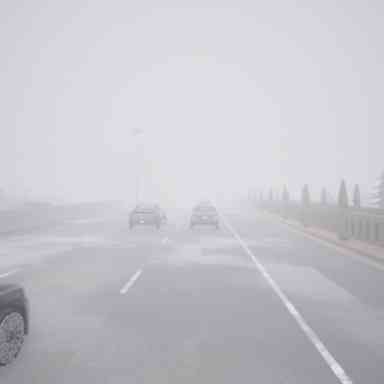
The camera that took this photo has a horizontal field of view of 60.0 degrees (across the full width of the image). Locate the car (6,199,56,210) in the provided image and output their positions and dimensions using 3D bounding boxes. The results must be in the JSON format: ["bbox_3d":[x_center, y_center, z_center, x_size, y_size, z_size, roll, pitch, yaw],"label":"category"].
[{"bbox_3d":[-13.096,1.468,27.616,2.033,1.411,5.357,0,0,3],"label":"car"}]

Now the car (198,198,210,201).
[{"bbox_3d":[1.553,1.506,42.612,1.812,1.442,4.674,0,0,2],"label":"car"}]

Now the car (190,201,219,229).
[{"bbox_3d":[0.816,1.537,21.793,2.033,1.411,5.357,0,0,2],"label":"car"}]

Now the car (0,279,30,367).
[{"bbox_3d":[-3.263,1.474,2.840,2.128,1.511,4.902,0,0,1],"label":"car"}]

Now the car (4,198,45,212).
[{"bbox_3d":[-19.673,1.496,39.451,2.033,1.411,5.357,0,0,2],"label":"car"}]

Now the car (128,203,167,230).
[{"bbox_3d":[-2.712,1.465,20.982,2.128,1.511,4.902,0,0,2],"label":"car"}]
